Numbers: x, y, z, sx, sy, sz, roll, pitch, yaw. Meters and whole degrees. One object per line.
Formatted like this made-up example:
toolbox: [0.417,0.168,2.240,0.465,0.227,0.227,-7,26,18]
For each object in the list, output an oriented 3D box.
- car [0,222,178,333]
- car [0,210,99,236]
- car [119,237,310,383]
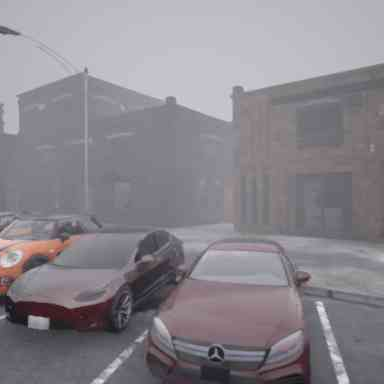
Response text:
car: [-1.604,1.553,7.194,2.163,1.488,4.792,0,-1,16]
car: [-4.028,1.421,8.998,2.185,1.767,4.553,0,-1,16]
car: [0.849,1.543,5.481,2.002,1.452,4.674,0,-1,16]
